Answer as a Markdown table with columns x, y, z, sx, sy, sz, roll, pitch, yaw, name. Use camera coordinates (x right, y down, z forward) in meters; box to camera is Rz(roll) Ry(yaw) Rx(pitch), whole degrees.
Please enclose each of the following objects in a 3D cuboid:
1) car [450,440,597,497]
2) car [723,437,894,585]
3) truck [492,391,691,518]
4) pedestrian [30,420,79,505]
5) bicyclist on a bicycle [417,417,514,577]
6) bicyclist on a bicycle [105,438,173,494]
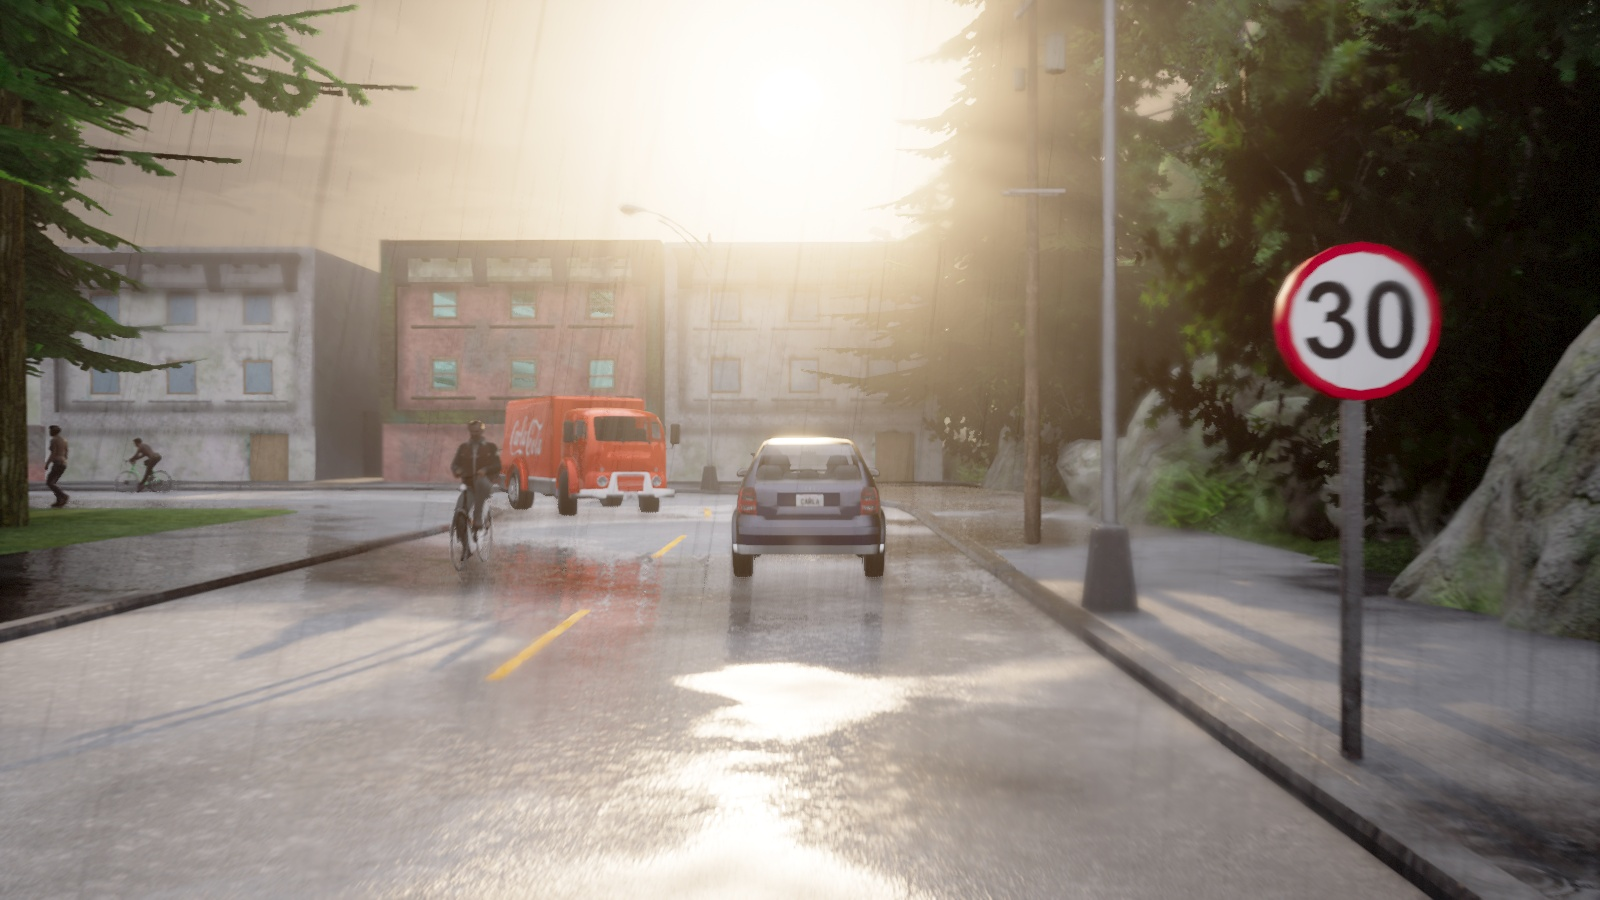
| x | y | z | sx | sy | sz | roll | pitch | yaw | name |
| --- | --- | --- | --- | --- | --- | --- | --- | --- | --- |
| -7.780 | 0.496 | 35.408 | 3.705 | 1.549 | 1.789 | 0 | 0 | 24 | car |
| 0.100 | 0.630 | 15.026 | 1.789 | 1.549 | 3.705 | 0 | 0 | 0 | car |
| -4.640 | 0.083 | 27.174 | 2.627 | 2.467 | 5.204 | 1 | 0 | -29 | truck |
| -15.978 | 0.272 | 26.927 | 0.869 | 1.805 | 0.328 | 0 | 0 | 4 | pedestrian |
| -3.915 | 0.520 | 14.826 | 0.659 | 1.776 | 1.843 | 0 | 0 | 0 | bicyclist on a bicycle |
| -19.055 | 0.454 | 36.213 | 1.656 | 1.620 | 0.582 | 0 | 0 | 1 | bicyclist on a bicycle |
